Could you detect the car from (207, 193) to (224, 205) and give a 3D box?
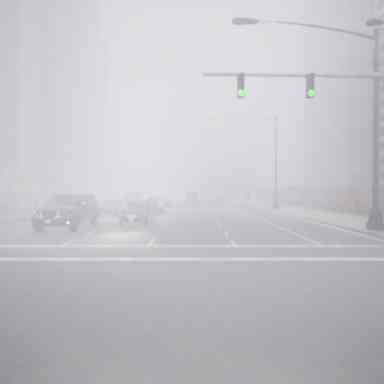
[{"bbox_3d":[3.603,1.206,49.444,1.812,1.442,4.674,0,0,0],"label":"car"}]

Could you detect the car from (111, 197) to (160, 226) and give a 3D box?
[{"bbox_3d":[-3.598,1.348,22.244,2.128,1.511,4.902,0,0,0],"label":"car"}]

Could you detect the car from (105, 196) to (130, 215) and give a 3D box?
[{"bbox_3d":[-7.097,1.356,29.581,2.033,1.411,5.357,0,0,0],"label":"car"}]

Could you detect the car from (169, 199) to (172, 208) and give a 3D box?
[{"bbox_3d":[-3.582,1.298,41.273,1.994,1.385,4.181,0,0,0],"label":"car"}]

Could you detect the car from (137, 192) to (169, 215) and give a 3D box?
[{"bbox_3d":[-3.592,1.149,31.459,2.097,1.767,4.553,0,0,0],"label":"car"}]

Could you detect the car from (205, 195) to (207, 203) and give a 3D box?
[{"bbox_3d":[3.511,0.969,59.345,2.097,1.767,4.553,0,0,0],"label":"car"}]

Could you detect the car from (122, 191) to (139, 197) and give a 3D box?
[{"bbox_3d":[-7.083,0.963,40.102,2.150,2.045,5.566,0,0,0],"label":"car"}]

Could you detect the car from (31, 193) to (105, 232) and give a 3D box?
[{"bbox_3d":[-7.080,1.096,19.327,2.150,2.045,5.566,0,0,2],"label":"car"}]

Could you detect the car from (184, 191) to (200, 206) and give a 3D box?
[{"bbox_3d":[0.006,0.908,48.530,2.150,2.045,5.566,0,0,0],"label":"car"}]
